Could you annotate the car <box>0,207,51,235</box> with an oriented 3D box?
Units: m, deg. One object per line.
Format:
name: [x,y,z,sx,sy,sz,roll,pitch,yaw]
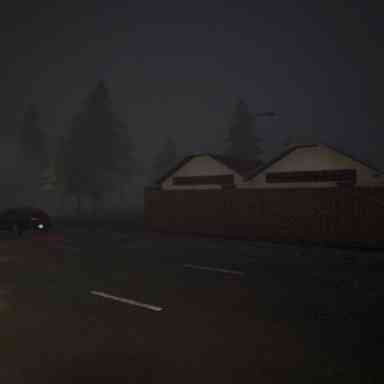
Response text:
car: [-10.443,1.689,20.043,4.892,1.490,1.837,-1,0,35]
